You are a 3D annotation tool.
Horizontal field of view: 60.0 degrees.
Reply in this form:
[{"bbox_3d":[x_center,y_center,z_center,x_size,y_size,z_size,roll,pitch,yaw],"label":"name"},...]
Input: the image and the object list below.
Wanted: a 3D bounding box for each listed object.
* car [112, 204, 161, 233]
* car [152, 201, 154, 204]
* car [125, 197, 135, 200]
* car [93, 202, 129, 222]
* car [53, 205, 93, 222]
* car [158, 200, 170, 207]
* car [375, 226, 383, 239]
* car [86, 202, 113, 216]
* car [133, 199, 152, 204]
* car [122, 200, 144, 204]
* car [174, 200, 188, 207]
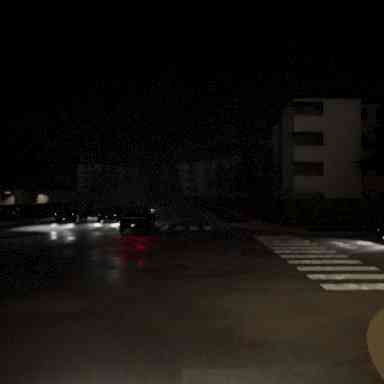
[{"bbox_3d":[-3.517,1.781,22.058,2.128,1.511,4.902,0,-1,-1],"label":"car"},{"bbox_3d":[-7.789,2.338,60.459,2.033,1.411,5.357,0,-1,-4],"label":"car"},{"bbox_3d":[-11.270,2.008,60.270,2.150,2.045,5.566,0,-1,-4],"label":"car"},{"bbox_3d":[-7.253,1.900,30.258,1.837,1.490,4.892,0,-1,-2],"label":"car"},{"bbox_3d":[-10.794,1.994,30.191,1.895,1.301,4.718,0,-1,-1],"label":"car"},{"bbox_3d":[-6.056,2.459,71.416,2.128,1.511,4.902,0,-1,-17],"label":"car"},{"bbox_3d":[11.604,1.739,15.514,5.357,1.411,2.033,0,-1,0],"label":"car"},{"bbox_3d":[-10.888,1.994,39.585,1.882,1.535,5.008,0,-1,0],"label":"car"},{"bbox_3d":[-7.482,2.170,49.296,1.812,1.442,4.674,0,-1,0],"label":"car"},{"bbox_3d":[-7.386,2.006,39.393,2.128,1.511,4.902,0,-1,-1],"label":"car"},{"bbox_3d":[-2.375,2.473,71.239,2.033,1.411,5.357,0,-1,-17],"label":"car"}]
